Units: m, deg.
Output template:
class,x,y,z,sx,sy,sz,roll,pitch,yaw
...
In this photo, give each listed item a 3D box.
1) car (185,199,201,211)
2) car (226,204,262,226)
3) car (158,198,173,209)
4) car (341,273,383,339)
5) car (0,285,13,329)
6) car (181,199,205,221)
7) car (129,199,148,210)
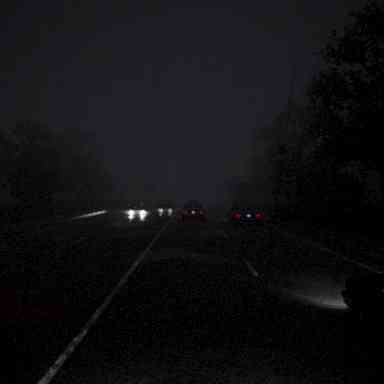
class,x,y,z,sx,sy,sz,roll,pitch,yaw
car,0.101,1.583,42.981,1.994,1.385,4.181,0,0,0
car,3.598,1.558,23.656,2.033,1.411,5.357,0,0,0
car,-3.579,1.568,46.089,2.033,1.411,5.357,0,0,0
car,3.600,1.549,3.518,2.033,1.411,5.357,0,0,0
car,-3.600,1.602,2.737,1.895,1.301,4.718,0,0,0
car,0.101,1.560,27.162,2.033,1.411,5.357,0,0,0
car,-7.087,1.621,44.136,1.895,1.301,4.718,0,0,0
